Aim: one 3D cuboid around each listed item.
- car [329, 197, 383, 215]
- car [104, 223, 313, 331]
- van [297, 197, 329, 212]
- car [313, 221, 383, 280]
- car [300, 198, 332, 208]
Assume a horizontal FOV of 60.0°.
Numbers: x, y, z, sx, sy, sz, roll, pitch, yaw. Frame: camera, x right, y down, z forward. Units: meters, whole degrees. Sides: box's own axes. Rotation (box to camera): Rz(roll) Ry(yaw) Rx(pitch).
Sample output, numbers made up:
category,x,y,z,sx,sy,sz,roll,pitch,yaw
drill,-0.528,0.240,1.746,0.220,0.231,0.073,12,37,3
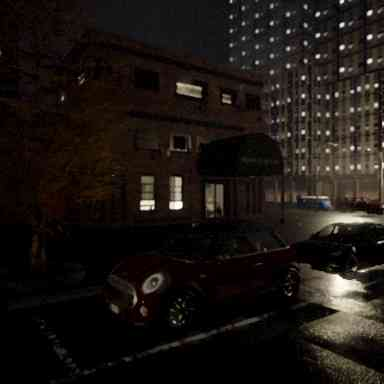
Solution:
category,x,y,z,sx,sy,sz,roll,pitch,yaw
car,17.671,1.409,35.049,2.192,1.841,5.009,0,0,-35
car,0.319,1.452,6.794,4.097,1.590,1.967,0,0,-36
van,14.498,1.427,39.592,1.690,1.788,3.998,0,0,-35
car,4.780,1.593,10.051,4.313,1.339,1.947,0,0,-36
car,18.197,1.640,48.934,1.802,1.307,4.206,0,0,-35
